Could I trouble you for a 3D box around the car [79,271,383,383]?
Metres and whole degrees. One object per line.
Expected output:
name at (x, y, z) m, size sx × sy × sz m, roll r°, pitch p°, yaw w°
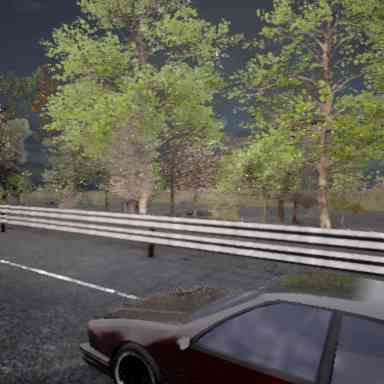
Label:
car at (1.291, 1.539, 3.064) m, size 5.357 × 1.411 × 2.033 m, roll 1°, pitch 0°, yaw 36°
